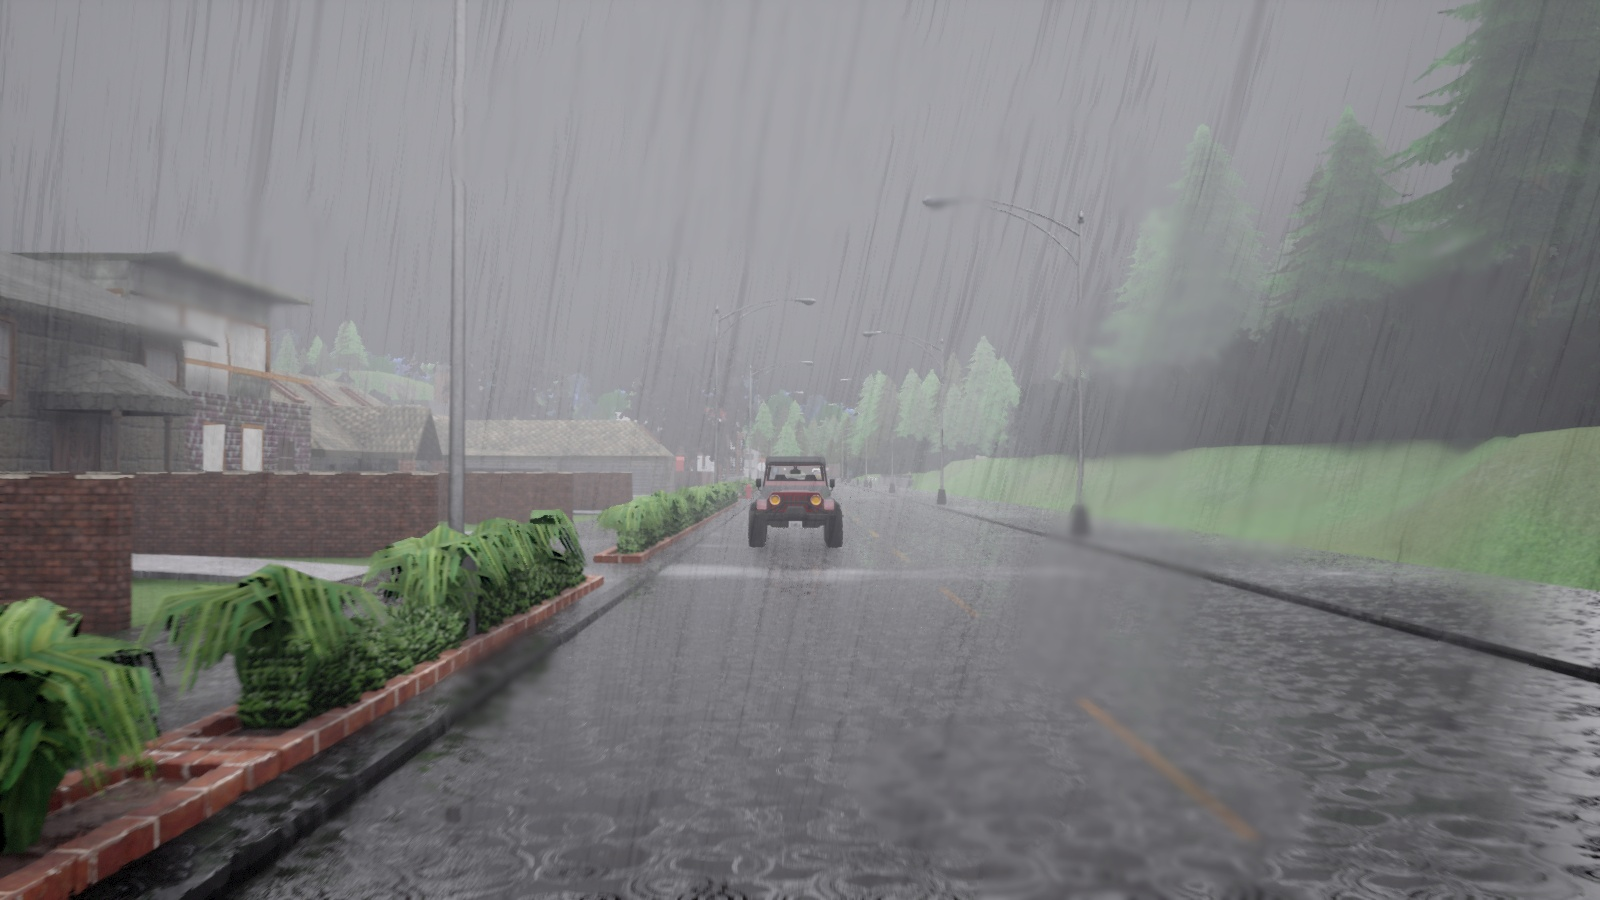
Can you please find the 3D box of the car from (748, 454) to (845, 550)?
[{"bbox_3d":[-0.080,1.059,26.728,1.905,1.878,3.866,0,-1,0],"label":"car"}]
